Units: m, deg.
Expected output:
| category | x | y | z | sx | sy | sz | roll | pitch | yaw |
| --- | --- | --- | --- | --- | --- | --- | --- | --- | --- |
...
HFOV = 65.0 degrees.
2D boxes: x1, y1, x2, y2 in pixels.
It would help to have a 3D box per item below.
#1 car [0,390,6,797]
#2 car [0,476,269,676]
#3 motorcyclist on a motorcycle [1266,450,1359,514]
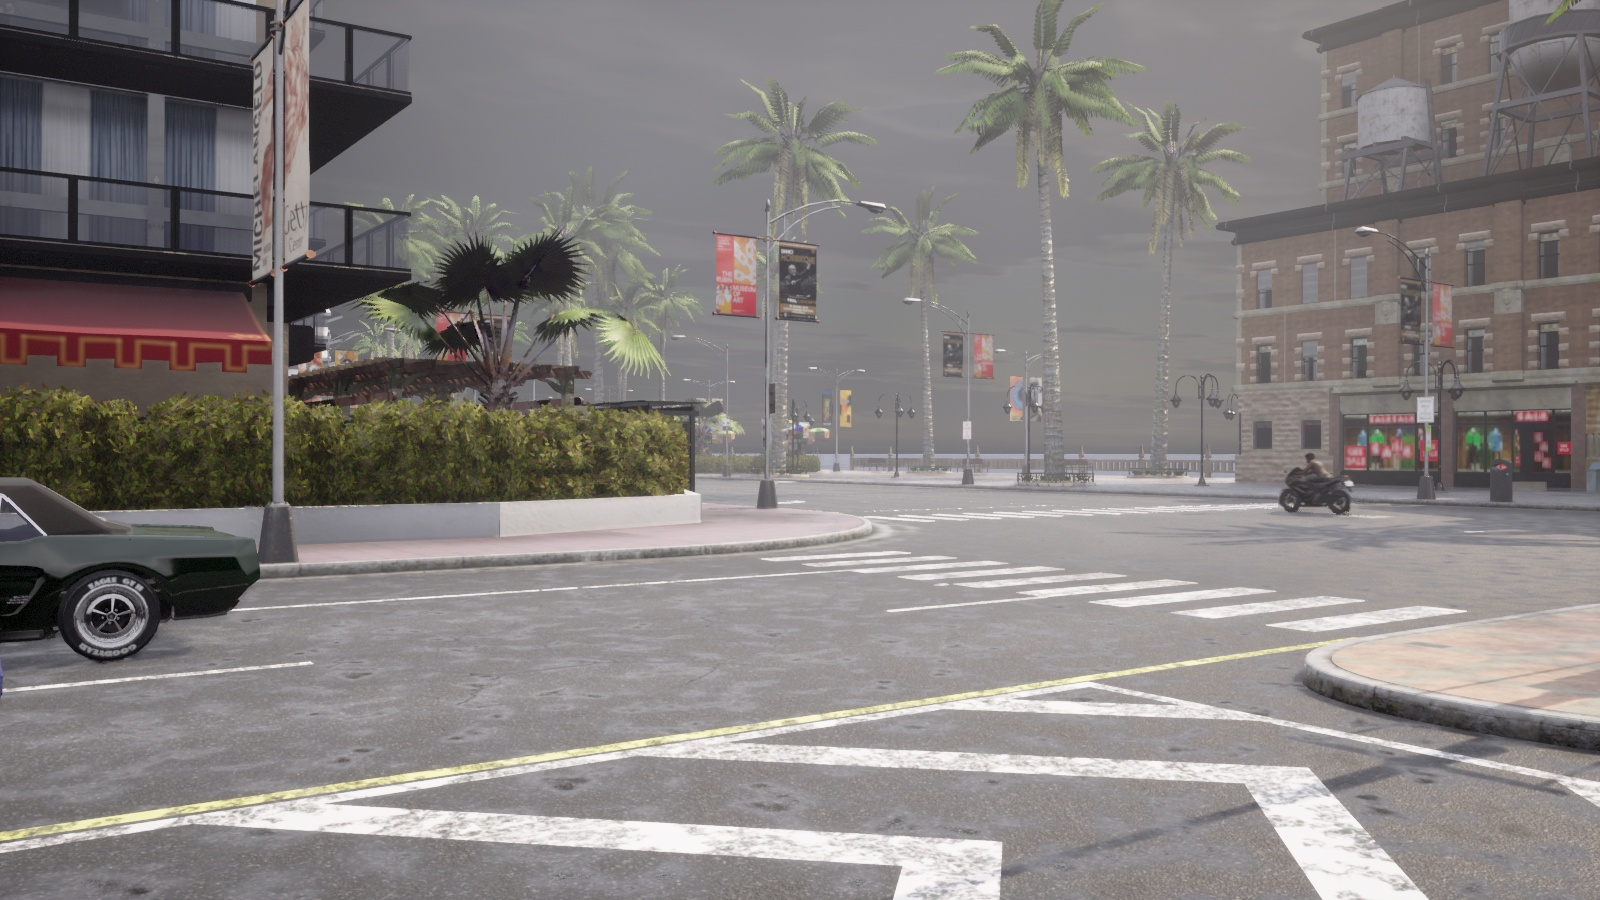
| category | x | y | z | sx | sy | sz | roll | pitch | yaw |
| --- | --- | --- | --- | --- | --- | --- | --- | --- | --- |
| car | -5.925 | 0.628 | 5.020 | 4.553 | 1.767 | 2.097 | 0 | 0 | -35 |
| car | -6.481 | 0.881 | 8.894 | 4.718 | 1.301 | 1.895 | 0 | 0 | -35 |
| motorcyclist on a motorcycle | 12.710 | 0.776 | 31.200 | 0.797 | 1.523 | 2.044 | 0 | 0 | -32 |
